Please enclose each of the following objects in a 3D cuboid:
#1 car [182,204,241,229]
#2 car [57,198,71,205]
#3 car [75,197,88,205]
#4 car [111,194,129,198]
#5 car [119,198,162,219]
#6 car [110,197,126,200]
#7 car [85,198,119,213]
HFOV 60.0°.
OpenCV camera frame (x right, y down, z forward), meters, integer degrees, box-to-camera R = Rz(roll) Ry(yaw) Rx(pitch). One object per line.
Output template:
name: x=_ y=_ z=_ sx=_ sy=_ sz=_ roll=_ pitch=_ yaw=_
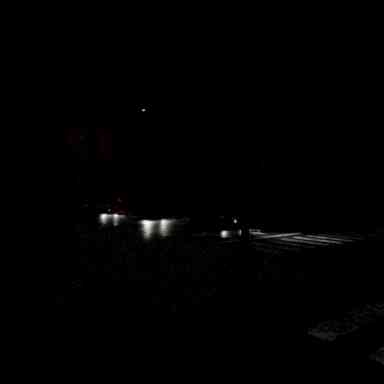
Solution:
car: x=1.245 y=1.554 z=22.519 sx=2.128 sy=1.511 sz=4.902 roll=0 pitch=0 yaw=-36
car: x=-25.088 y=1.819 z=65.136 sx=1.994 sy=1.385 sz=4.181 roll=0 pitch=0 yaw=-36
car: x=-21.818 y=1.760 z=66.155 sx=1.837 sy=1.490 sz=4.892 roll=0 pitch=0 yaw=-36
car: x=-11.562 y=1.412 z=51.856 sx=2.150 sy=2.045 sz=5.566 roll=0 pitch=-1 yaw=-35
car: x=-4.575 y=1.579 z=30.631 sx=1.882 sy=1.535 sz=5.008 roll=0 pitch=0 yaw=-35
car: x=-11.108 y=1.769 z=45.653 sx=1.895 sy=1.301 sz=4.718 roll=0 pitch=0 yaw=-36
car: x=-10.475 y=1.741 z=38.867 sx=1.895 sy=1.301 sz=4.718 roll=0 pitch=0 yaw=-36
